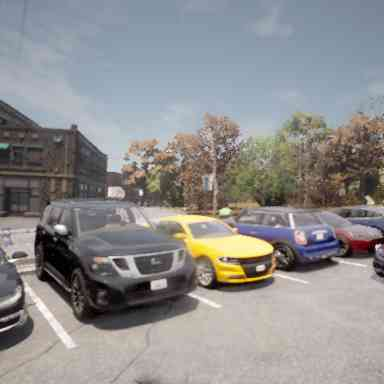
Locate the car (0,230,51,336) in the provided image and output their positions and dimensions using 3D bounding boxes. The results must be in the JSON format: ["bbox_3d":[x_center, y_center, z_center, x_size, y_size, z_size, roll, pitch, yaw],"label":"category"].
[{"bbox_3d":[-4.452,1.481,6.277,2.231,1.521,4.892,0,0,-35],"label":"car"}]

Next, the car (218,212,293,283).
[{"bbox_3d":[0.094,1.439,9.519,2.097,1.535,5.008,-1,0,-35],"label":"car"}]

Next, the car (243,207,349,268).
[{"bbox_3d":[2.377,1.279,11.102,2.185,1.767,4.553,-1,1,-35],"label":"car"}]

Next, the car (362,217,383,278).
[{"bbox_3d":[6.602,1.420,8.660,4.674,1.442,1.812,-1,1,-35],"label":"car"}]

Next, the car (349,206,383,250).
[{"bbox_3d":[6.878,1.349,14.386,2.163,1.488,4.792,-1,1,-35],"label":"car"}]

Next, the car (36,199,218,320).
[{"bbox_3d":[-2.162,1.213,7.868,2.435,2.045,5.566,-1,0,-35],"label":"car"}]
